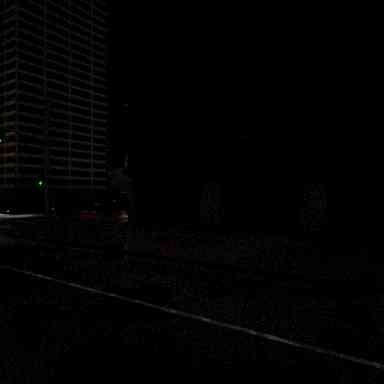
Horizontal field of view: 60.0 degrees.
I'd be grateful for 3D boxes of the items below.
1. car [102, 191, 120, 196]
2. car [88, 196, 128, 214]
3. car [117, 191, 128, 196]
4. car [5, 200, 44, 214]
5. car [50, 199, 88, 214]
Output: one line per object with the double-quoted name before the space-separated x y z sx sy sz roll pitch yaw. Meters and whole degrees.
"car" -10.946 1.221 44.578 2.150 2.045 5.566 0 0 35
"car" -8.276 1.491 35.863 2.128 1.511 4.902 0 0 35
"car" -6.798 1.221 44.384 2.150 2.045 5.566 0 0 36
"car" -17.074 1.547 35.855 2.033 1.411 5.357 0 0 35
"car" -12.762 1.491 35.904 2.128 1.511 4.902 0 0 35
